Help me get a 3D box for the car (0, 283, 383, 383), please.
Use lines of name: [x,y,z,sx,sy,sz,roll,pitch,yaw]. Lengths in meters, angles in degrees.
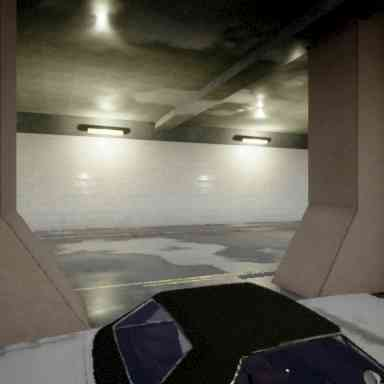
car: [0.725,1.601,3.035,4.718,1.301,1.895,0,0,-21]
